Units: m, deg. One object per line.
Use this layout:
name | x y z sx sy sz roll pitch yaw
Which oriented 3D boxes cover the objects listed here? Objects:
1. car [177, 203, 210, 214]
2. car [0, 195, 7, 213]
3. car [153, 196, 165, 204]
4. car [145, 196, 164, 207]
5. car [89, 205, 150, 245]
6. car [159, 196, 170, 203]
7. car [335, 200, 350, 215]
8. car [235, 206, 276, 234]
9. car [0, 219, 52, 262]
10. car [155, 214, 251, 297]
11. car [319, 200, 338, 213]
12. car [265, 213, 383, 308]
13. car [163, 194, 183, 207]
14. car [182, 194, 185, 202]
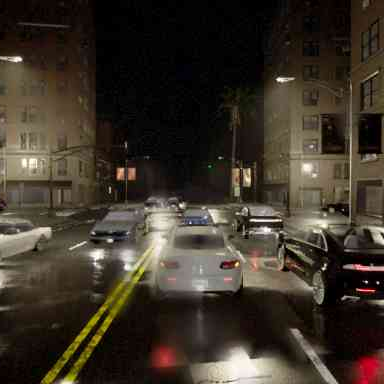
car | 0.233 1.544 18.148 2.033 1.411 5.357 0 0 0
car | -20.693 1.345 31.964 5.008 1.535 1.882 0 1 -8
car | -6.098 1.516 62.293 1.812 1.442 4.674 0 0 1
car | -6.203 1.540 52.819 2.033 1.411 5.357 0 0 1
car | -3.233 1.544 15.851 2.033 1.411 5.357 0 0 0
car | -5.962 1.534 72.535 1.994 1.385 4.181 0 0 0
car | 16.447 1.762 31.585 4.313 1.339 1.947 0 0 1
car | 3.379 1.489 17.308 2.128 1.511 4.902 0 0 0
car | -6.520 1.599 11.021 1.895 1.301 4.718 0 0 0
car | 0.162 1.524 8.439 1.812 1.442 4.674 0 0 0
car | 17.011 1.593 37.529 5.008 1.535 1.882 0 1 1
car | 3.387 1.490 7.896 2.128 1.511 4.902 0 0 1
car | -2.954 1.540 52.793 2.033 1.411 5.357 0 0 0
car | -2.823 1.589 64.509 1.895 1.301 4.718 0 0 0
